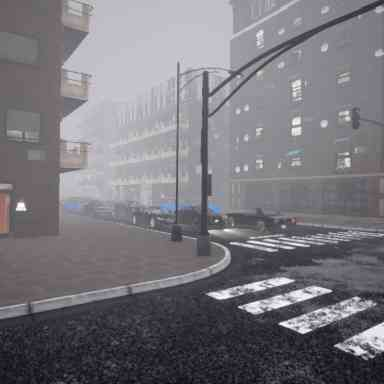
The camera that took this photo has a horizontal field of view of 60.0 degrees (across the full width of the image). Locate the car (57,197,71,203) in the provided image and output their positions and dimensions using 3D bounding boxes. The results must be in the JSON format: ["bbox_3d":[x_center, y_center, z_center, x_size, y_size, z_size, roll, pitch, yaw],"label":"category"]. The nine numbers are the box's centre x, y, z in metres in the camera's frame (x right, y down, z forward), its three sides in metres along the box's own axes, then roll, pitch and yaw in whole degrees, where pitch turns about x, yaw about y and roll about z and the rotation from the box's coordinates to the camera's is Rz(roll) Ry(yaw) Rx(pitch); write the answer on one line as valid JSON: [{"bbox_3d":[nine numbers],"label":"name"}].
[{"bbox_3d":[-27.821,1.727,72.066,1.887,1.381,4.507,1,-1,-35],"label":"car"}]

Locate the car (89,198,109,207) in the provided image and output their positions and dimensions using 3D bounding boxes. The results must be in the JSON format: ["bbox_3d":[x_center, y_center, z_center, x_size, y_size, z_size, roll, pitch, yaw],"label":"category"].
[{"bbox_3d":[-15.089,1.730,53.664,1.802,1.307,4.206,1,-1,-35],"label":"car"}]

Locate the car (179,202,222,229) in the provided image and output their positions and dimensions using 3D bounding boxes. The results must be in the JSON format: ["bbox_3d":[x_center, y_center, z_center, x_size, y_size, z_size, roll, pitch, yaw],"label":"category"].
[{"bbox_3d":[0.358,1.581,21.823,1.994,1.385,4.181,1,-1,-35],"label":"car"}]

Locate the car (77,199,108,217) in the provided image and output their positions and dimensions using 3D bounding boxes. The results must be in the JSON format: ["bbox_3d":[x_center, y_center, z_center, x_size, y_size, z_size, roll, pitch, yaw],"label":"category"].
[{"bbox_3d":[-8.837,1.592,30.779,1.802,1.307,4.206,1,-1,-35],"label":"car"}]

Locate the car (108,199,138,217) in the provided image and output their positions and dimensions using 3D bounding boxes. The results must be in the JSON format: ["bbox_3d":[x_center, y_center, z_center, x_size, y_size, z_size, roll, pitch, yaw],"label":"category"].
[{"bbox_3d":[-5.546,1.528,30.359,2.128,1.511,4.902,1,-1,-35],"label":"car"}]

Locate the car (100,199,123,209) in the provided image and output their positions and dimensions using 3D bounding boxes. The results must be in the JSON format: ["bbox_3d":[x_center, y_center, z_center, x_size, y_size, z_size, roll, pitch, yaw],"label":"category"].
[{"bbox_3d":[-11.906,1.683,49.064,1.887,1.381,4.507,1,-1,-35],"label":"car"}]

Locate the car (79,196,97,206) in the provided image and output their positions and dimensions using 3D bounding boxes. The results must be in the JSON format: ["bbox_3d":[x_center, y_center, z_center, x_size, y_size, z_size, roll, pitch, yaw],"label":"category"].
[{"bbox_3d":[-18.271,1.597,58.266,1.967,1.590,4.097,1,-1,-35],"label":"car"}]

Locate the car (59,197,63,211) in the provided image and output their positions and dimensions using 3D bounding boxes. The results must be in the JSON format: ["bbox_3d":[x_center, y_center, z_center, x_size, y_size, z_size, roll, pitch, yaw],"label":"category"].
[{"bbox_3d":[-15.202,1.580,39.980,2.008,1.369,4.403,1,-1,-35],"label":"car"}]

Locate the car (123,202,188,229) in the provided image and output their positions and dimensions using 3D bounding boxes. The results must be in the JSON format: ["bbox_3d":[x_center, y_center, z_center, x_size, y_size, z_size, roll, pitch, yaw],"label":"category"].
[{"bbox_3d":[-2.470,1.539,21.579,2.008,1.369,4.403,1,-1,-35],"label":"car"}]

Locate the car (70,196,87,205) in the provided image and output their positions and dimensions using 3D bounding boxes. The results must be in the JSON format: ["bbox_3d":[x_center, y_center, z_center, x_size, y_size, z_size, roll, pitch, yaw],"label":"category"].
[{"bbox_3d":[-21.454,1.605,62.866,1.967,1.590,4.097,1,-1,-35],"label":"car"}]

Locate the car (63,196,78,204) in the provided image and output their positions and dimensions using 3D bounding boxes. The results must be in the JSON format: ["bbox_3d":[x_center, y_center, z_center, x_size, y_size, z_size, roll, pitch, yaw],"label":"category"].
[{"bbox_3d":[-24.637,1.614,67.467,1.967,1.590,4.097,1,-1,-35],"label":"car"}]

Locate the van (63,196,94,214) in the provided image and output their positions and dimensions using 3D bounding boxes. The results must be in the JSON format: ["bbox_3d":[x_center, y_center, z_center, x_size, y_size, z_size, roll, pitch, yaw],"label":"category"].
[{"bbox_3d":[-12.018,1.361,35.381,1.690,1.788,3.998,1,-1,-35],"label":"van"}]

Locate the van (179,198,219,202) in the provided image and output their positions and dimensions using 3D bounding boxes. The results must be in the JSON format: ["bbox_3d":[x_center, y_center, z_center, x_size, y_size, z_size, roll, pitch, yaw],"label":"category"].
[{"bbox_3d":[0.829,1.439,30.664,1.690,1.788,3.998,1,-1,-35],"label":"van"}]

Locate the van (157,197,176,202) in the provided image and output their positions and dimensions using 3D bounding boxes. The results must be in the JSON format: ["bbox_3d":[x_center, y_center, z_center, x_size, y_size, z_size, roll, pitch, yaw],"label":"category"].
[{"bbox_3d":[-2.355,1.450,35.264,1.690,1.788,3.998,1,-1,-35],"label":"van"}]

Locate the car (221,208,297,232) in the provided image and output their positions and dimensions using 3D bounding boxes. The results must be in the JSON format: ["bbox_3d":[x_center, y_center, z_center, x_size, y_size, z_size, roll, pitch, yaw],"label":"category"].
[{"bbox_3d":[4.087,1.644,20.594,1.895,1.301,4.718,1,-1,-29],"label":"car"}]
